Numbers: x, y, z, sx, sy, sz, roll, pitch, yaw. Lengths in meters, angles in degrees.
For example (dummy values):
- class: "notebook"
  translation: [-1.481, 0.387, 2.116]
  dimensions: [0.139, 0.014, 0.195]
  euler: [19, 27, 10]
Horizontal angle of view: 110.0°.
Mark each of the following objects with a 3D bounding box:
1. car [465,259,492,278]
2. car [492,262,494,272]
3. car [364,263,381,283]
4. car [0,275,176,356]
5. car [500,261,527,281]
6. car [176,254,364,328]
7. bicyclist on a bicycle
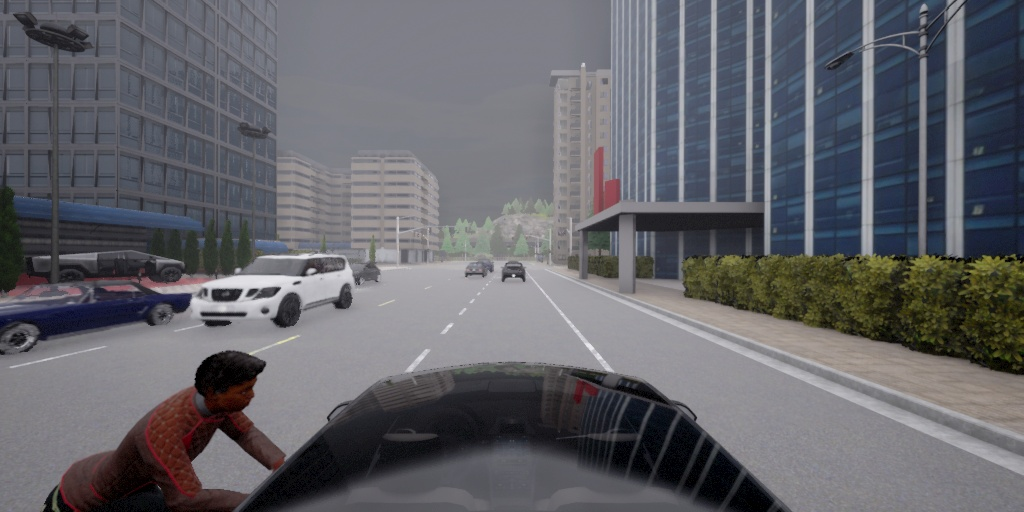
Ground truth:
- class: "car"
  translation: [-3.367, 1.288, 34.508]
  dimensions: [2.033, 1.411, 5.357]
  euler: [0, 0, 0]
- class: "car"
  translation: [-3.352, 1.095, 44.285]
  dimensions: [2.097, 1.767, 4.553]
  euler: [0, 0, 1]
- class: "car"
  translation: [-10.535, 1.208, 24.555]
  dimensions: [1.837, 1.490, 4.892]
  euler: [0, 0, 1]
- class: "car"
  translation: [-10.601, 1.300, 8.607]
  dimensions: [1.895, 1.301, 4.718]
  euler: [0, 0, 0]
- class: "car"
  translation: [0.135, 1.260, 29.649]
  dimensions: [1.837, 1.490, 4.892]
  euler: [0, -1, 0]
- class: "car"
  translation: [-7.111, 0.937, 11.578]
  dimensions: [2.150, 2.045, 5.566]
  euler: [0, 0, 0]
- class: "bicyclist on a bicycle"
  translation: [-1.392, 1.240, 1.620]
  dimensions: [1.656, 1.620, 0.582]
  euler: [-1, 7, -11]
